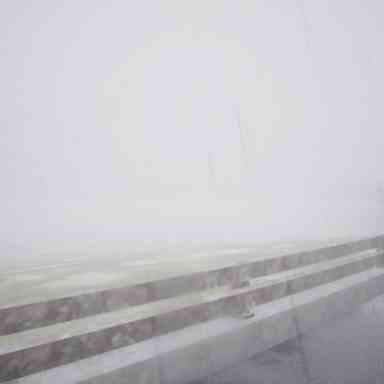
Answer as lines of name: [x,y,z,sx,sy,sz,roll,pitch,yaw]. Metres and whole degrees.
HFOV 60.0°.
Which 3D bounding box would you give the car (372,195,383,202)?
car: [42.662,1.548,73.649,2.097,1.767,4.553,-1,0,3]
